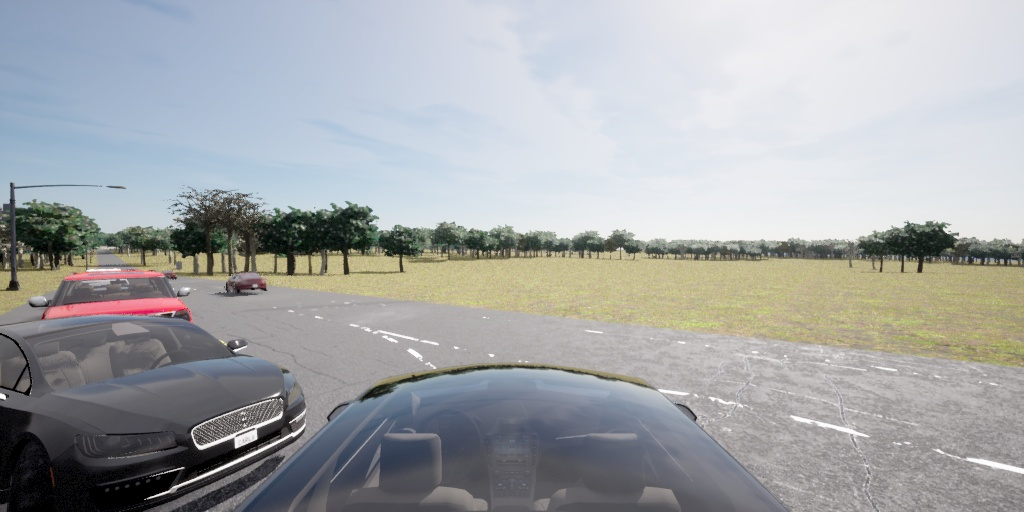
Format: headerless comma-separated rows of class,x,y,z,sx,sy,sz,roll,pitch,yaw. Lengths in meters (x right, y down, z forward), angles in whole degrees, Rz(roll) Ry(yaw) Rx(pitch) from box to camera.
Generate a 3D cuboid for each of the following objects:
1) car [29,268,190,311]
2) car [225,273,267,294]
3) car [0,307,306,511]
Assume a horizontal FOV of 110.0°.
car,-9.480,1.386,8.622,5.566,2.045,2.150,-2,0,41
car,-19.942,1.997,26.901,4.674,1.442,1.812,-2,0,41
car,-4.564,1.445,3.981,4.892,1.490,1.837,-3,-3,21
